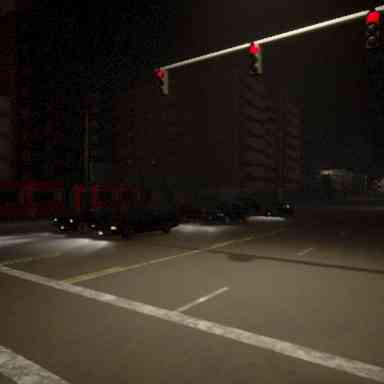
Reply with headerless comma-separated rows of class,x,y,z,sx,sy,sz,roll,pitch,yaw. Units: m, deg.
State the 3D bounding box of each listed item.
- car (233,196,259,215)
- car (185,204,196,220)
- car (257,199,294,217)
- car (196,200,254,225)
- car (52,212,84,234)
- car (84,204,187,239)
car,5.625,1.466,36.123,2.150,2.045,5.566,0,0,35
car,-0.721,1.681,27.099,1.994,1.385,4.181,0,-1,35
car,9.130,1.811,35.026,2.033,1.411,5.357,0,-1,35
car,2.727,1.609,25.914,1.882,1.535,5.008,0,-1,35
car,-5.787,1.637,19.884,1.895,1.301,4.718,0,0,35
car,-2.832,1.590,18.006,2.033,1.411,5.357,0,0,35
